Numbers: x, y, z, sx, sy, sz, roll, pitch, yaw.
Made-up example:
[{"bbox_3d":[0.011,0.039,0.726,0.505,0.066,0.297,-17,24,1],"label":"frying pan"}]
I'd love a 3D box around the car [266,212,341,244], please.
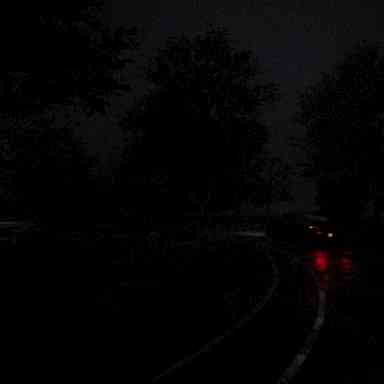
[{"bbox_3d":[5.488,1.729,16.890,1.812,1.442,4.674,0,-1,-15],"label":"car"}]

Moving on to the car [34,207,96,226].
[{"bbox_3d":[-10.693,2.013,28.152,5.008,1.535,1.882,-1,-2,0],"label":"car"}]
